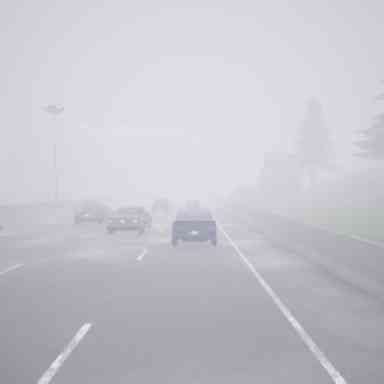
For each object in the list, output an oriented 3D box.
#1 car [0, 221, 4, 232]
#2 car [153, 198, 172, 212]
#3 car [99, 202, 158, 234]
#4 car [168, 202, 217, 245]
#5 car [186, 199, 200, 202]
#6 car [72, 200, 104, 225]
[{"bbox_3d":[-10.403,1.515,14.268,2.033,1.411,5.357,0,0,0],"label":"car"},{"bbox_3d":[-3.409,1.418,37.717,1.837,1.490,4.892,0,0,0],"label":"car"},{"bbox_3d":[-3.404,1.504,18.845,2.033,1.411,5.357,0,0,0],"label":"car"},{"bbox_3d":[0.096,1.442,15.425,1.882,1.535,5.008,0,0,0],"label":"car"},{"bbox_3d":[0.092,1.468,34.068,2.033,1.411,5.357,0,0,0],"label":"car"},{"bbox_3d":[-6.906,1.509,23.890,1.994,1.385,4.181,0,0,0],"label":"car"}]
